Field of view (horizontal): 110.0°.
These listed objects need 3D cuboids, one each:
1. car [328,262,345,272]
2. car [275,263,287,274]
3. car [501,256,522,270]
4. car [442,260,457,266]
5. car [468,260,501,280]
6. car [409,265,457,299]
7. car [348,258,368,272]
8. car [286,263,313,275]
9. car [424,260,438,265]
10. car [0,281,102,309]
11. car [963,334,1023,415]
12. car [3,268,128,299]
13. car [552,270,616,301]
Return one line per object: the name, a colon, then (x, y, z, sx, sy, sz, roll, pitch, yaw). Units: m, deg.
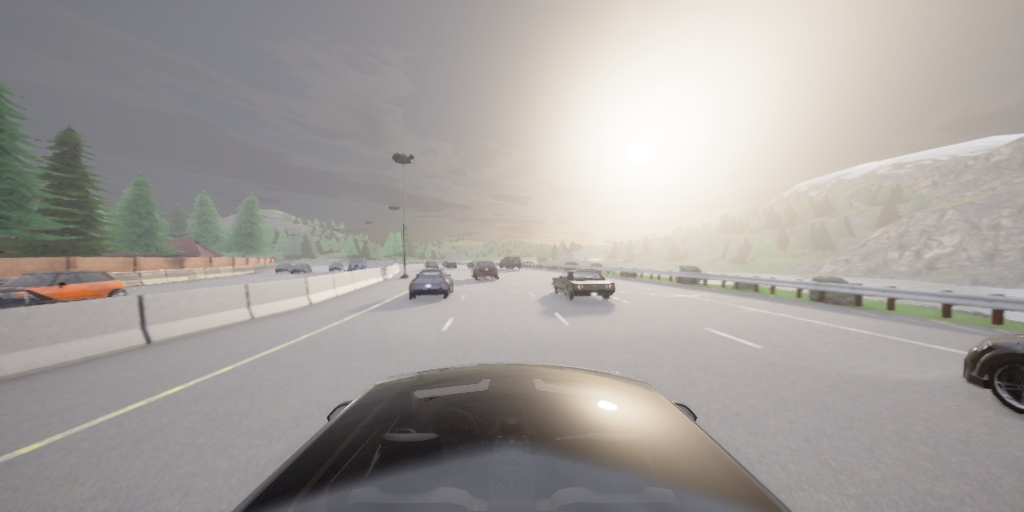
car: (-26.928, 1.686, 55.183, 1.837, 1.490, 4.892, -1, 0, -19)
car: (-33.709, 1.787, 53.388, 1.837, 1.490, 4.892, -1, 0, -20)
car: (-0.256, 1.007, 54.049, 2.150, 2.045, 5.566, 0, 0, -18)
car: (-11.227, 1.431, 63.889, 1.882, 1.535, 5.008, 0, 0, -22)
car: (-2.596, 1.159, 32.901, 2.097, 1.767, 4.553, -1, 0, -11)
car: (-4.185, 1.387, 18.964, 1.994, 1.385, 4.181, -1, 0, -6)
car: (-21.709, 1.328, 50.780, 2.150, 2.045, 5.566, -1, 0, -17)
car: (-28.298, 1.704, 48.304, 1.837, 1.490, 4.892, -1, 0, -17)
car: (-13.651, 1.481, 60.383, 2.128, 1.511, 4.902, -1, 0, -21)
car: (-14.269, 1.569, 9.274, 1.895, 1.301, 4.718, -1, 0, -3)
car: (7.067, 1.209, 3.017, 1.994, 1.385, 4.181, -1, 0, 0)
car: (-18.087, 1.380, 13.997, 2.097, 1.767, 4.553, -1, 0, -5)
car: (3.224, 1.312, 17.209, 1.895, 1.301, 4.718, -1, 0, -6)
